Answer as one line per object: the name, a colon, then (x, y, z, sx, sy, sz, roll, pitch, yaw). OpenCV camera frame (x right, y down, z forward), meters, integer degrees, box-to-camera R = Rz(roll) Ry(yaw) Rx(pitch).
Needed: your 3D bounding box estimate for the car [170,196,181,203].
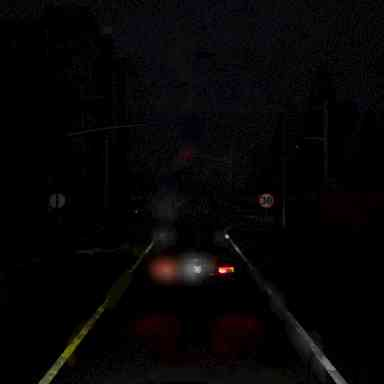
car: (-3.338, 1.538, 69.572, 2.033, 1.411, 5.357, 0, 0, 0)

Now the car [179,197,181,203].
car: (-3.444, 1.601, 58.274, 1.895, 1.301, 4.718, 0, 0, 0)

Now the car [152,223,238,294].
car: (0.080, 1.547, 8.908, 2.033, 1.411, 5.357, 0, 0, 0)

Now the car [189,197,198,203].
car: (0.262, 1.601, 69.680, 1.895, 1.301, 4.718, 0, 0, 0)

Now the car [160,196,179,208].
car: (-3.483, 1.492, 48.339, 2.128, 1.511, 4.902, 0, 0, 0)
